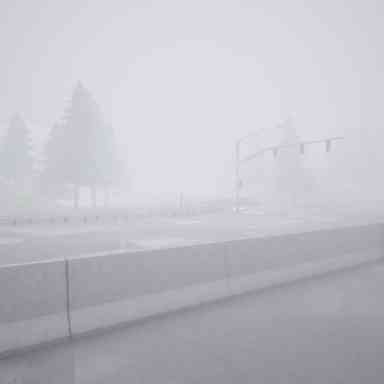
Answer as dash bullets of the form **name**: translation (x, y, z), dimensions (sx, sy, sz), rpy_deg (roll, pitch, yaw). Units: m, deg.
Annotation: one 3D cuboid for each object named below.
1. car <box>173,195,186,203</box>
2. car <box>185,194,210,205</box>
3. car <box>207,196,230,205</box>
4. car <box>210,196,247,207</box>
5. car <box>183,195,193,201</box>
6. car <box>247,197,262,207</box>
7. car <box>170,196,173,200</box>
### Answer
- **car**: translation (-1.894, 1.601, 68.234), dimensions (1.895, 1.301, 4.718), rpy_deg (0, 0, -17)
- **car**: translation (1.182, 1.547, 59.149), dimensions (2.033, 1.411, 5.357), rpy_deg (0, 0, -22)
- **car**: translation (4.748, 1.491, 59.777), dimensions (2.128, 1.511, 4.902), rpy_deg (0, 0, -22)
- **car**: translation (5.400, 1.547, 50.062), dimensions (2.033, 1.411, 5.357), rpy_deg (0, 0, -28)
- **car**: translation (-1.074, 1.477, 82.631), dimensions (1.882, 1.535, 5.008), rpy_deg (0, 0, -7)
- **car**: translation (8.693, 1.505, 51.404), dimensions (1.837, 1.490, 4.892), rpy_deg (0, 0, -29)
- **car**: translation (-4.021, 1.595, 78.105), dimensions (1.895, 1.301, 4.718), rpy_deg (0, 0, -11)
